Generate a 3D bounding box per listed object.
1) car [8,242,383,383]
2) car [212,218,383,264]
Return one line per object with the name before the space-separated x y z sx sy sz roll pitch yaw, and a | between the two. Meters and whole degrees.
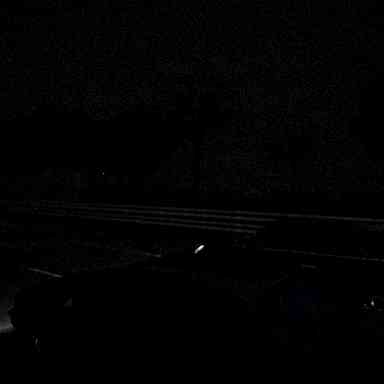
car | -0.061 1.513 4.041 5.357 1.411 2.033 1 1 35
car | 2.110 1.320 6.781 4.553 1.767 2.097 1 1 36
